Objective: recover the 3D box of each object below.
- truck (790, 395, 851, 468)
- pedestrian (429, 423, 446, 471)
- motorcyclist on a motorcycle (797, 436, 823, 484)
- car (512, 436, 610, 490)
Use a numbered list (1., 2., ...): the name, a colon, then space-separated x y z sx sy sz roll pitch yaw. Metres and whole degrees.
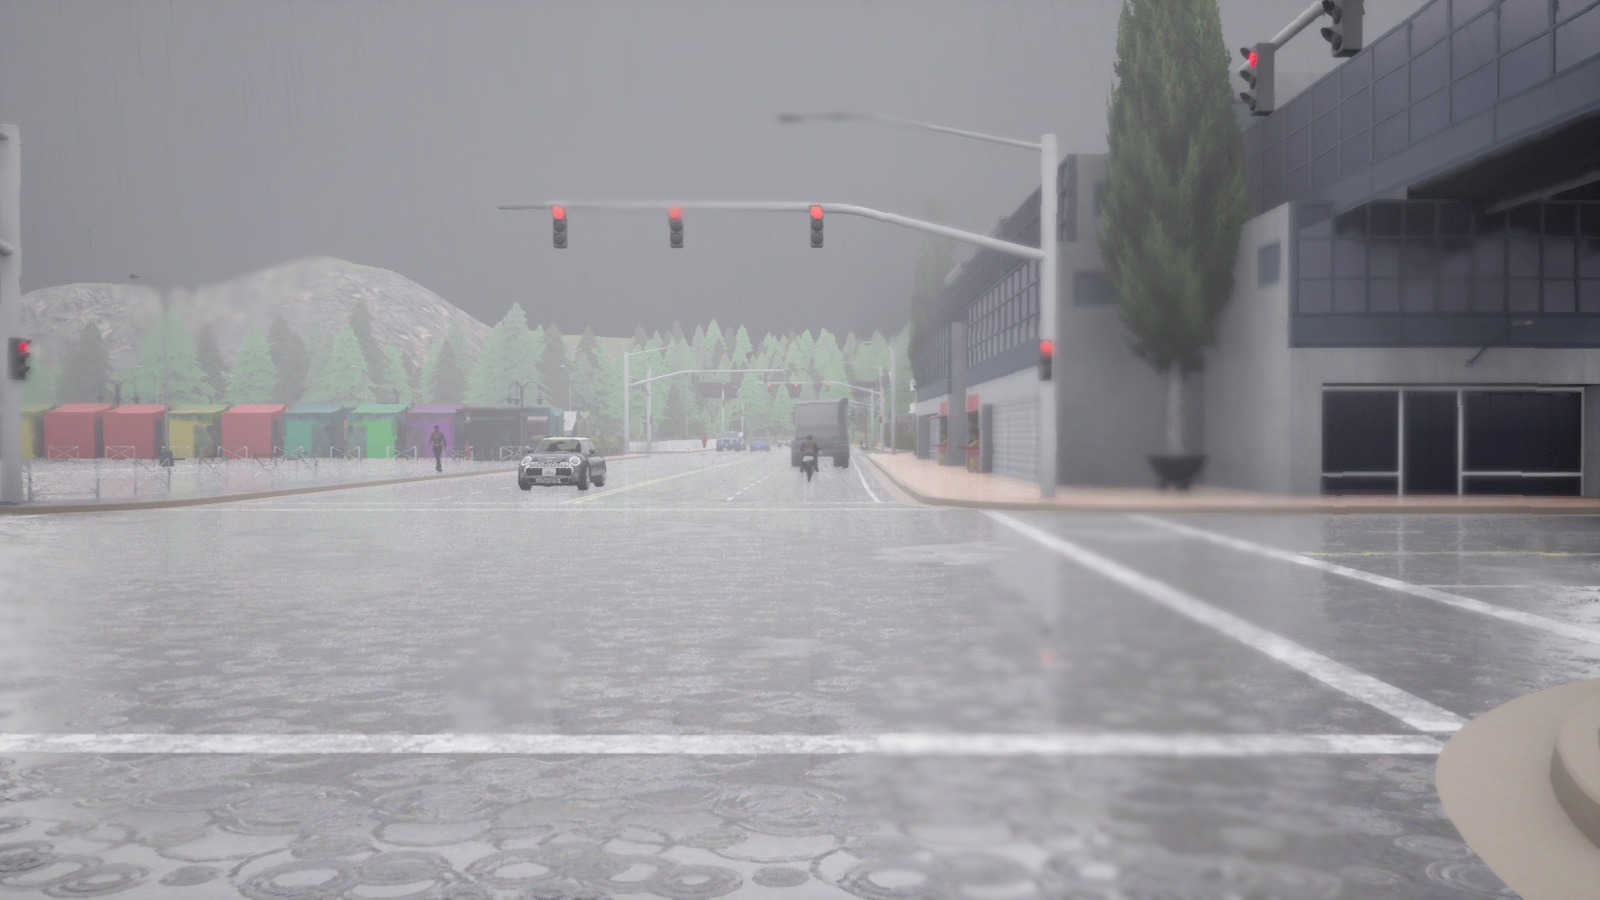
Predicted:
1. truck: 1.116 -0.900 63.437 2.891 3.462 7.936 0 1 2
2. pedestrian: -13.695 -0.104 47.468 0.328 1.805 0.869 0 1 3
3. motorcyclist on a motorcycle: 0.340 0.300 40.887 0.797 1.523 2.044 0 1 2
4. car: -6.806 0.327 36.112 1.970 1.475 3.806 0 1 2
